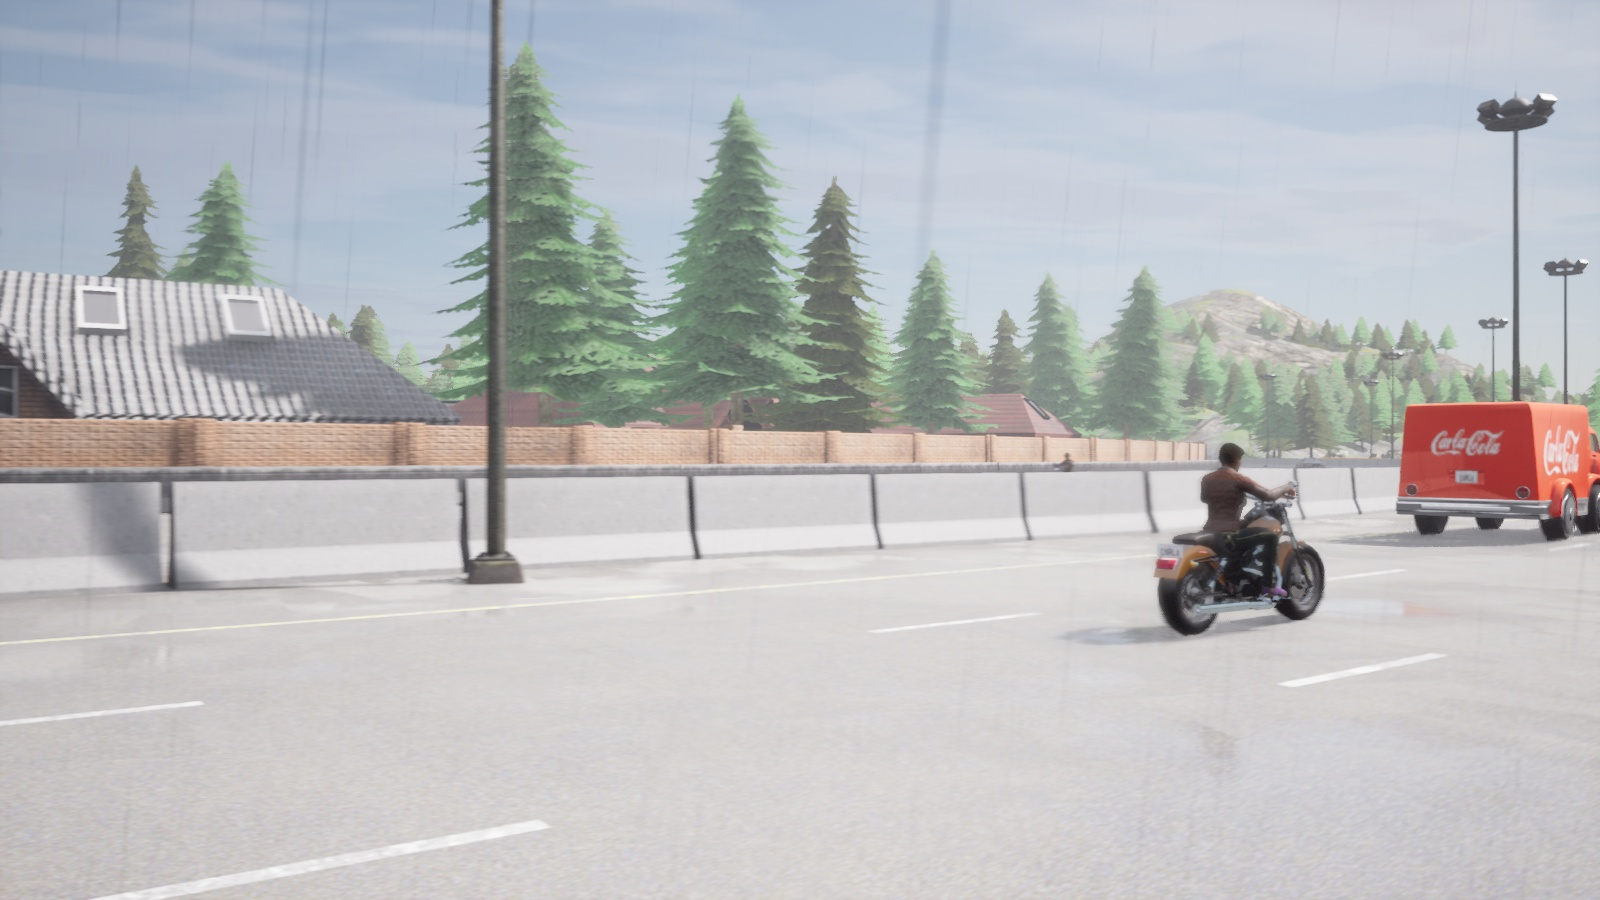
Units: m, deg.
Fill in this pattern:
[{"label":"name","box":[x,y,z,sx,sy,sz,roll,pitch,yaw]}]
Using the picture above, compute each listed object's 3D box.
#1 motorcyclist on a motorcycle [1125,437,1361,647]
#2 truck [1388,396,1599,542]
[{"label":"motorcyclist on a motorcycle","box":[3.890,0.731,10.917,2.350,1.649,0.766,0,-1,-38]},{"label":"truck","box":[13.587,0.318,23.875,5.204,2.467,2.627,0,0,-43]}]
